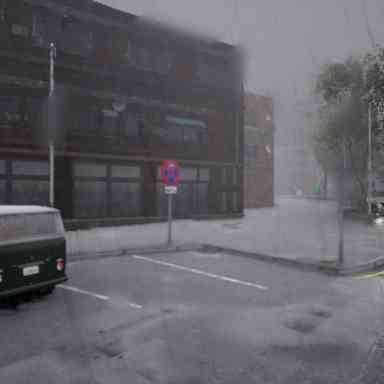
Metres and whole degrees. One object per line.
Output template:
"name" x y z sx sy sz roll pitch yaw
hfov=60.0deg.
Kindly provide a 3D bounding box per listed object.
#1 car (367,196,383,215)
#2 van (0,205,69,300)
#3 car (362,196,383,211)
"car" 17.159 1.152 30.235 2.097 1.767 4.553 0 1 9
"van" -4.846 1.273 7.623 4.442 1.987 1.878 -1 0 35
"car" 20.461 1.224 36.091 1.994 1.385 4.181 0 2 4
